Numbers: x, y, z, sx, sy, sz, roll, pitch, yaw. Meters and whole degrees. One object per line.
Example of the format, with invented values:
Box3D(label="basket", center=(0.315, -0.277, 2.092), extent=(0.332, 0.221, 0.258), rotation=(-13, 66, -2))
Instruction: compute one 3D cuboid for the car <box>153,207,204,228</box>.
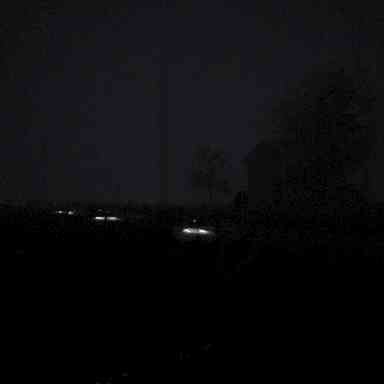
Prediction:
Box3D(label="car", center=(-1.009, 1.723, 23.445), extent=(1.994, 1.385, 4.181), rotation=(1, -1, -36))

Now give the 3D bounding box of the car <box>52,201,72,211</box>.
Box3D(label="car", center=(-18.702, 1.959, 47.748), extent=(1.812, 1.442, 4.674), rotation=(1, -1, -36))

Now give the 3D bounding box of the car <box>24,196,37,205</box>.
Box3D(label="car", center=(-37.448, 2.248, 78.032), extent=(1.837, 1.490, 4.892), rotation=(1, -1, -36))

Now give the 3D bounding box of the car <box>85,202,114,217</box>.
Box3D(label="car", center=(-9.976, 1.806, 35.708), extent=(1.837, 1.490, 4.892), rotation=(1, -1, -36))
